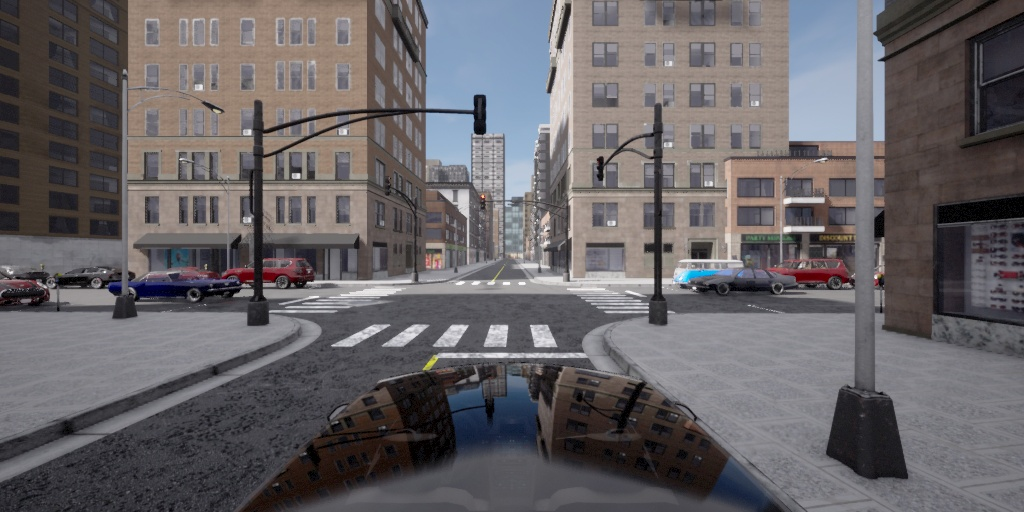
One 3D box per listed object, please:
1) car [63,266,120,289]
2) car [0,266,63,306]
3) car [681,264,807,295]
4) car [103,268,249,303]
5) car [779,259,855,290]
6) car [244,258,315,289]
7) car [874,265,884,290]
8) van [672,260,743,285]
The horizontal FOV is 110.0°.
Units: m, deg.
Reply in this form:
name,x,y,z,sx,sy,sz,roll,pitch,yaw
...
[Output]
name,x,y,z,sx,sy,sz,roll,pitch,yaw
car,-25.960,1.299,22.196,4.313,1.339,1.948,0,0,0
car,-20.459,1.179,13.639,4.097,1.591,1.967,0,0,0
car,12.342,1.315,19.280,5.357,1.411,2.033,0,0,-5
car,-15.003,1.345,16.192,4.718,1.301,1.895,0,0,3
car,17.631,1.087,21.952,5.009,1.841,2.192,0,0,0
car,-14.913,1.058,22.134,5.009,1.841,2.192,0,0,0
car,23.226,1.216,21.920,4.097,1.591,1.967,0,0,0
van,12.034,1.108,21.983,3.998,1.789,1.690,0,0,0
